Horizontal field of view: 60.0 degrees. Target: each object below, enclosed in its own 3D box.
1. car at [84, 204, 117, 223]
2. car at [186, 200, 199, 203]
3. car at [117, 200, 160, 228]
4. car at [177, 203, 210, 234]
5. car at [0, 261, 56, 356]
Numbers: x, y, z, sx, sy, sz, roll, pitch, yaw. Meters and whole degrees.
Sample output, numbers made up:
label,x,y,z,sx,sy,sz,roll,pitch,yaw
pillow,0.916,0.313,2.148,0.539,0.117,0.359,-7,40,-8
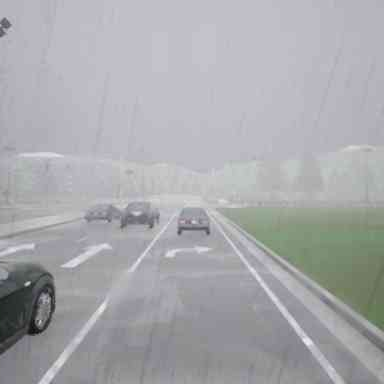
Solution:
label,x,y,z,sx,sy,sz,roll,pitch,yaw
car,-6.906,1.615,26.358,2.033,1.411,5.357,0,0,0
car,0.073,1.617,35.288,1.812,1.442,4.674,0,0,0
car,-3.406,1.411,22.666,2.097,1.767,4.553,0,0,0
car,0.096,1.598,19.541,2.033,1.411,5.357,0,0,0
car,-3.400,1.362,3.914,2.097,1.767,4.553,0,0,0
